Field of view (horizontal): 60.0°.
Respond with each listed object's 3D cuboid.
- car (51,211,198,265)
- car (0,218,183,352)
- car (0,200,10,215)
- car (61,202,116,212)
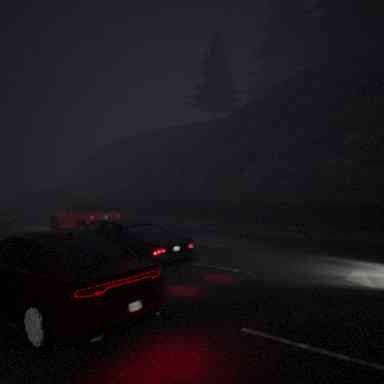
[{"bbox_3d":[-2.340,1.539,10.369,5.357,1.411,2.033,0,0,39],"label":"car"},{"bbox_3d":[-2.748,1.469,6.265,5.008,1.535,1.882,0,0,38],"label":"car"},{"bbox_3d":[-19.084,1.461,32.237,1.812,1.442,4.674,0,0,-39],"label":"car"},{"bbox_3d":[-5.869,1.331,18.141,4.553,1.767,2.097,0,0,42],"label":"car"}]
